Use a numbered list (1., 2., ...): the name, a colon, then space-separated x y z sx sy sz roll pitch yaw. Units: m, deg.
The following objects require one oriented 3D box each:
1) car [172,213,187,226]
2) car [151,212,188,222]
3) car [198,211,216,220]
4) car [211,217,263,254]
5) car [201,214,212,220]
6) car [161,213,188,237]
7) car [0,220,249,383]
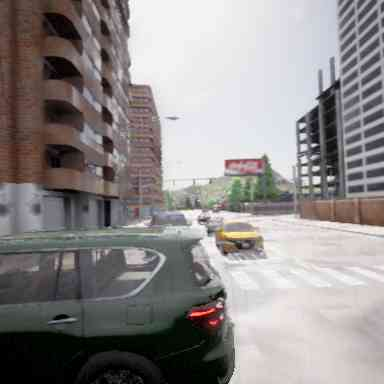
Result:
1. car: -1.693 3.666 45.357 1.882 1.535 5.008 -2 -3 -1
2. car: -1.202 2.113 17.894 2.150 2.045 5.566 -2 -3 -1
3. car: 1.809 3.644 45.357 1.895 1.301 4.718 -2 -3 -1
4. car: 2.319 2.235 17.309 1.882 1.535 5.008 -2 -3 -1
5. car: 2.109 2.779 27.291 1.994 1.385 4.181 -2 -2 -1
6. car: -1.423 2.738 28.588 2.097 1.767 4.553 -2 -3 -1
7. car: -2.272 1.541 4.134 5.566 2.045 2.150 -2 -3 -1
